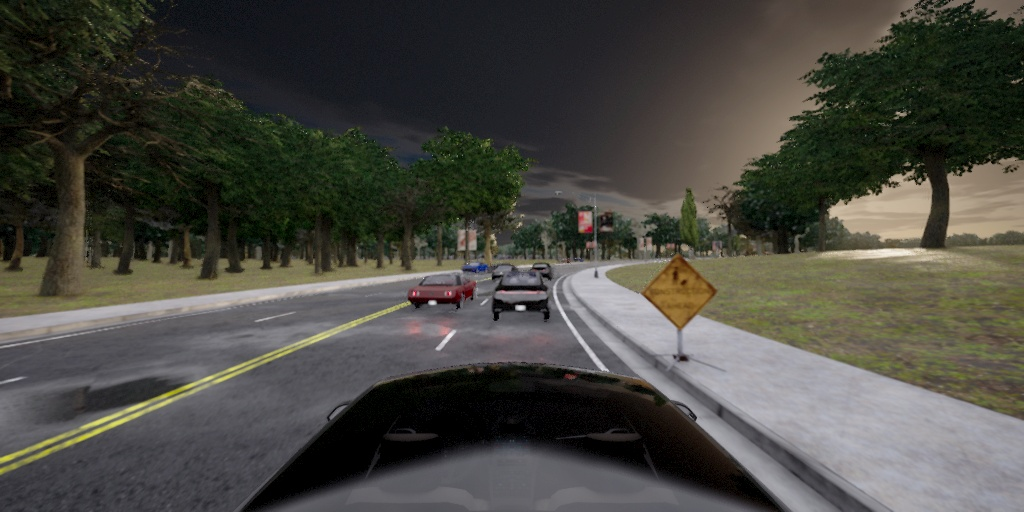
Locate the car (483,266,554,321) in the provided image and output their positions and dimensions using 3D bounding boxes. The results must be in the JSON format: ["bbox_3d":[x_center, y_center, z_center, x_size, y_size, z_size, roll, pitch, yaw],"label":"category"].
[{"bbox_3d":[0.377,1.293,12.809,2.128,1.511,4.902,0,0,3],"label":"car"}]

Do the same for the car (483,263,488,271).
[{"bbox_3d":[-1.512,1.475,43.084,1.994,1.385,4.181,0,0,16],"label":"car"}]

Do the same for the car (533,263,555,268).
[{"bbox_3d":[2.688,1.359,31.650,1.837,1.490,4.892,0,0,11],"label":"car"}]

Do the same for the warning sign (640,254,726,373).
[{"bbox_3d":[2.855,0.889,6.069,1.300,1.860,1.060,0,0,0],"label":"warning sign"}]

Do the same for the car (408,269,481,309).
[{"bbox_3d":[-2.742,1.416,15.260,1.895,1.301,4.718,0,0,4],"label":"car"}]

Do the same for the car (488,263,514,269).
[{"bbox_3d":[-0.473,1.434,32.377,1.994,1.385,4.181,0,0,11],"label":"car"}]

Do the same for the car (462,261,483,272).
[{"bbox_3d":[-4.535,1.412,44.379,1.882,1.535,5.008,-1,0,16],"label":"car"}]
